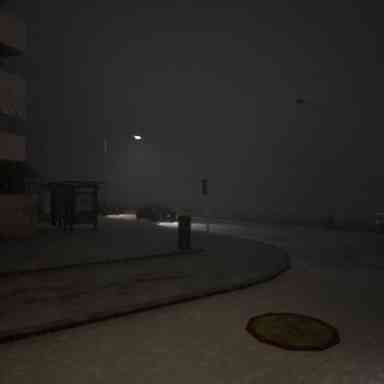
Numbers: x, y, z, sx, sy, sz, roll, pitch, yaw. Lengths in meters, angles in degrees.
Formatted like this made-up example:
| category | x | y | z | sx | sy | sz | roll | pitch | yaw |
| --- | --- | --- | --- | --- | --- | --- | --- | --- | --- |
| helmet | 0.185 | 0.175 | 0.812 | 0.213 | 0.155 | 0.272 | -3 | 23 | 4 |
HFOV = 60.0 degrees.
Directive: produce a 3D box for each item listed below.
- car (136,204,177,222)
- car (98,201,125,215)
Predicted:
| category | x | y | z | sx | sy | sz | roll | pitch | yaw |
| --- | --- | --- | --- | --- | --- | --- | --- | --- | --- |
| car | -2.944 | 1.652 | 27.075 | 1.994 | 1.385 | 4.181 | 0 | 0 | -35 |
| car | -8.704 | 1.652 | 35.156 | 1.994 | 1.385 | 4.181 | 0 | 0 | -36 |
